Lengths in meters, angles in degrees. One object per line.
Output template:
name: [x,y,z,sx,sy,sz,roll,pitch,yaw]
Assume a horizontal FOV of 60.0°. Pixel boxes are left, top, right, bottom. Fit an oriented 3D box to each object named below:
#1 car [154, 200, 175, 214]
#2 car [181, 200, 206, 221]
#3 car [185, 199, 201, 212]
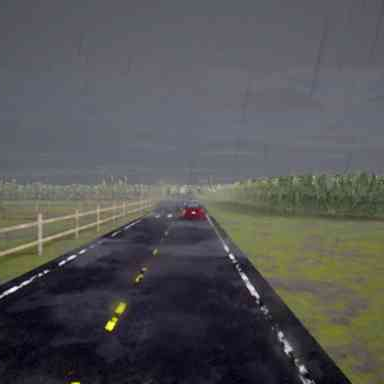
car: [-2.839,1.523,35.400,2.033,1.411,5.357,0,0,0]
car: [0.106,1.550,27.265,1.994,1.385,4.181,0,0,0]
car: [0.111,1.570,39.772,1.895,1.301,4.718,0,0,0]
